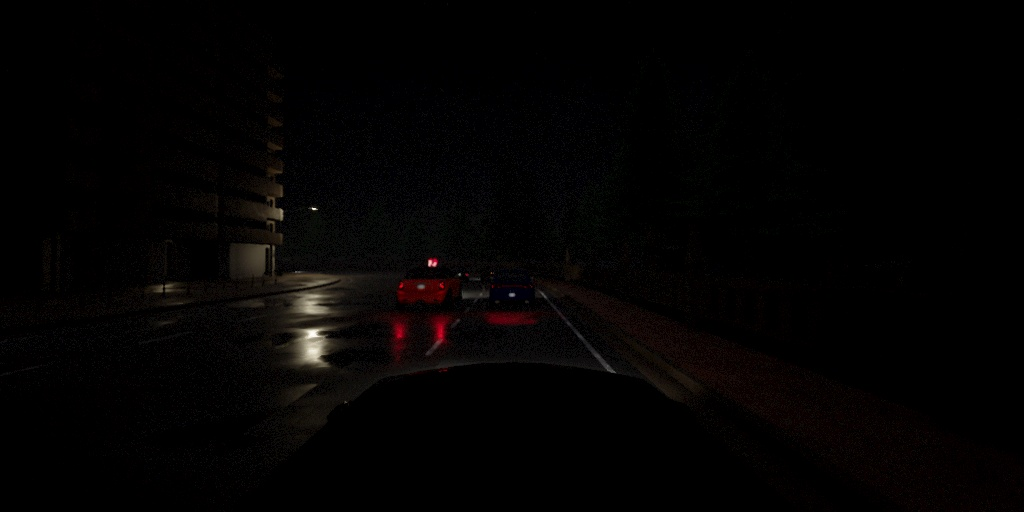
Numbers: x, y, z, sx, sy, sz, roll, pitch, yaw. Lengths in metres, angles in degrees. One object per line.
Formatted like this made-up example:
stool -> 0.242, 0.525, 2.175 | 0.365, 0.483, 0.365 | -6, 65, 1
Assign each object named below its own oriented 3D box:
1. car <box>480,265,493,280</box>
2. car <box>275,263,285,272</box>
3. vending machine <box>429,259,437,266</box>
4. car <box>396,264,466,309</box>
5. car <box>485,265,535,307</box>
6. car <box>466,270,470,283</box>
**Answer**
car -> -1.606, 1.564, 32.437 | 1.812, 1.442, 4.674 | 0, 0, -16
car -> -37.096, 1.836, 53.545 | 4.718, 1.301, 1.895 | 0, -1, 12
vending machine -> -12.542, 1.462, 56.854 | 0.880, 2.100, 1.100 | 0, 0, 41
car -> -3.498, 1.233, 15.937 | 2.097, 1.767, 4.553 | 0, -1, 0
car -> 0.002, 1.365, 16.332 | 1.882, 1.535, 5.008 | 0, 0, 0
car -> -4.867, 1.573, 31.171 | 2.033, 1.411, 5.357 | 0, -1, -15
